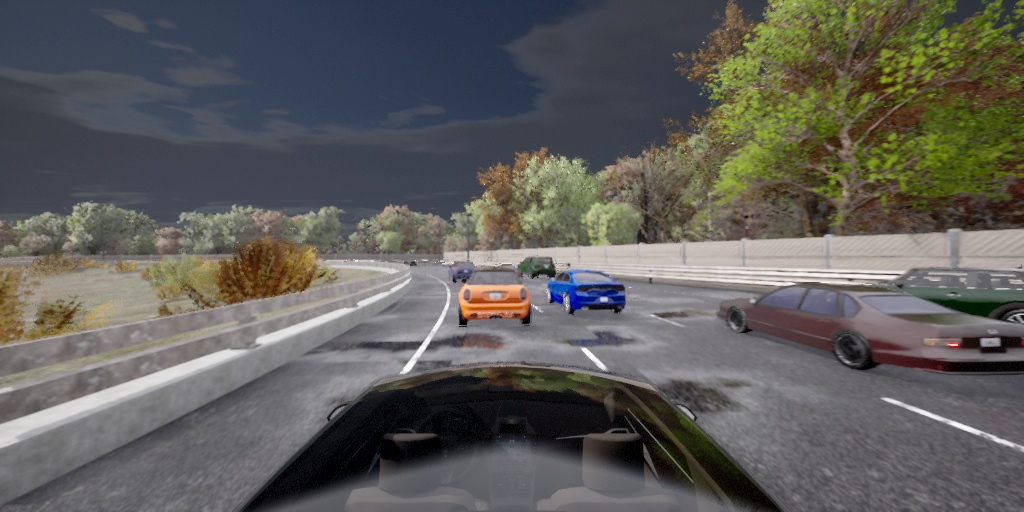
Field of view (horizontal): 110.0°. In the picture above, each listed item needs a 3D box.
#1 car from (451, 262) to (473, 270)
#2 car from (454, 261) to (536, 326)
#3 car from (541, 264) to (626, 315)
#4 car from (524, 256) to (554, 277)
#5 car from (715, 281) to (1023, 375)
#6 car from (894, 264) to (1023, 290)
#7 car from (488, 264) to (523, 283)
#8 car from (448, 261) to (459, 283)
[{"bbox_3d":[-8.047,1.569,57.166,1.895,1.301,4.718,0,0,-30],"label":"car"},{"bbox_3d":[-0.647,1.139,12.044,2.097,1.767,4.553,0,0,-5],"label":"car"},{"bbox_3d":[2.665,1.258,13.968,1.882,1.535,5.008,0,0,-7],"label":"car"},{"bbox_3d":[2.158,1.069,33.724,2.150,2.045,5.566,0,0,-18],"label":"car"},{"bbox_3d":[6.751,1.290,7.648,2.033,1.411,5.357,0,0,-2],"label":"car"},{"bbox_3d":[11.953,1.075,10.125,2.097,1.767,4.553,0,0,-28],"label":"car"},{"bbox_3d":[-0.632,1.413,30.472,1.994,1.385,4.181,0,0,-15],"label":"car"},{"bbox_3d":[-4.149,1.214,30.086,2.097,1.767,4.553,0,0,-15],"label":"car"}]
